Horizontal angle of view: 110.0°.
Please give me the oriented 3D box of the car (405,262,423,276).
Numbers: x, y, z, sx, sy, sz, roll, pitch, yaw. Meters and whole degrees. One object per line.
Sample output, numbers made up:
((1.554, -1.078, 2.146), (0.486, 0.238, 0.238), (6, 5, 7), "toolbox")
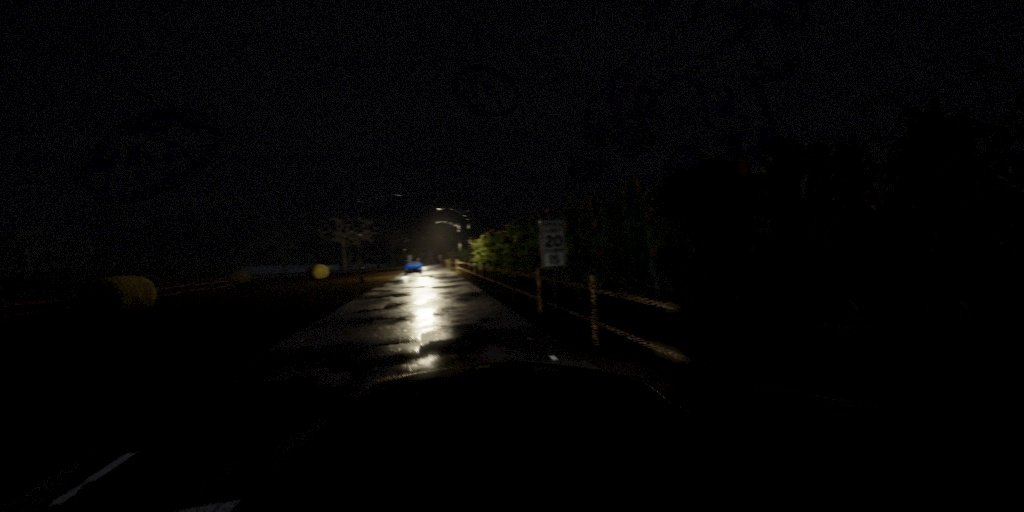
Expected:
((-11.503, 1.414, 42.182), (1.882, 1.535, 5.008), (-3, 0, -13), "car")
